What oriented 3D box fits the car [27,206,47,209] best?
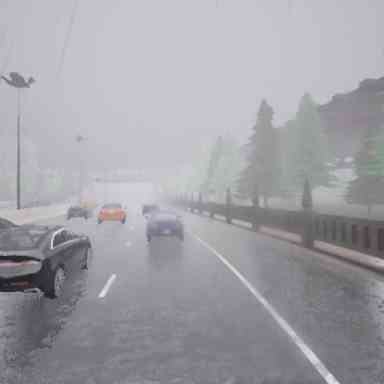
[{"bbox_3d":[-19.879,2.066,43.659,2.128,1.511,4.902,0,-1,-9],"label":"car"}]

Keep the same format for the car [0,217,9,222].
[{"bbox_3d":[-7.841,1.656,12.587,1.882,1.535,5.008,0,-1,-7],"label":"car"}]

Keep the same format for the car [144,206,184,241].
[{"bbox_3d":[-1.514,1.724,17.851,1.812,1.442,4.674,0,-1,-8],"label":"car"}]

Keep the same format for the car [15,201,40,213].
[{"bbox_3d":[-24.301,2.162,49.258,1.837,1.490,4.892,0,0,-9],"label":"car"}]

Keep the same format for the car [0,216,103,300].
[{"bbox_3d":[-3.914,1.606,8.583,2.128,1.511,4.902,0,-1,-5],"label":"car"}]

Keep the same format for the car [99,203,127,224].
[{"bbox_3d":[-6.637,1.689,28.207,2.097,1.767,4.553,0,-1,-9],"label":"car"}]

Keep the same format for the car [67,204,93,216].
[{"bbox_3d":[-10.842,1.908,32.445,1.837,1.490,4.892,0,-1,-9],"label":"car"}]

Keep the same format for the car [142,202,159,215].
[{"bbox_3d":[-4.949,1.928,39.993,1.882,1.535,5.008,0,-1,-9],"label":"car"}]
